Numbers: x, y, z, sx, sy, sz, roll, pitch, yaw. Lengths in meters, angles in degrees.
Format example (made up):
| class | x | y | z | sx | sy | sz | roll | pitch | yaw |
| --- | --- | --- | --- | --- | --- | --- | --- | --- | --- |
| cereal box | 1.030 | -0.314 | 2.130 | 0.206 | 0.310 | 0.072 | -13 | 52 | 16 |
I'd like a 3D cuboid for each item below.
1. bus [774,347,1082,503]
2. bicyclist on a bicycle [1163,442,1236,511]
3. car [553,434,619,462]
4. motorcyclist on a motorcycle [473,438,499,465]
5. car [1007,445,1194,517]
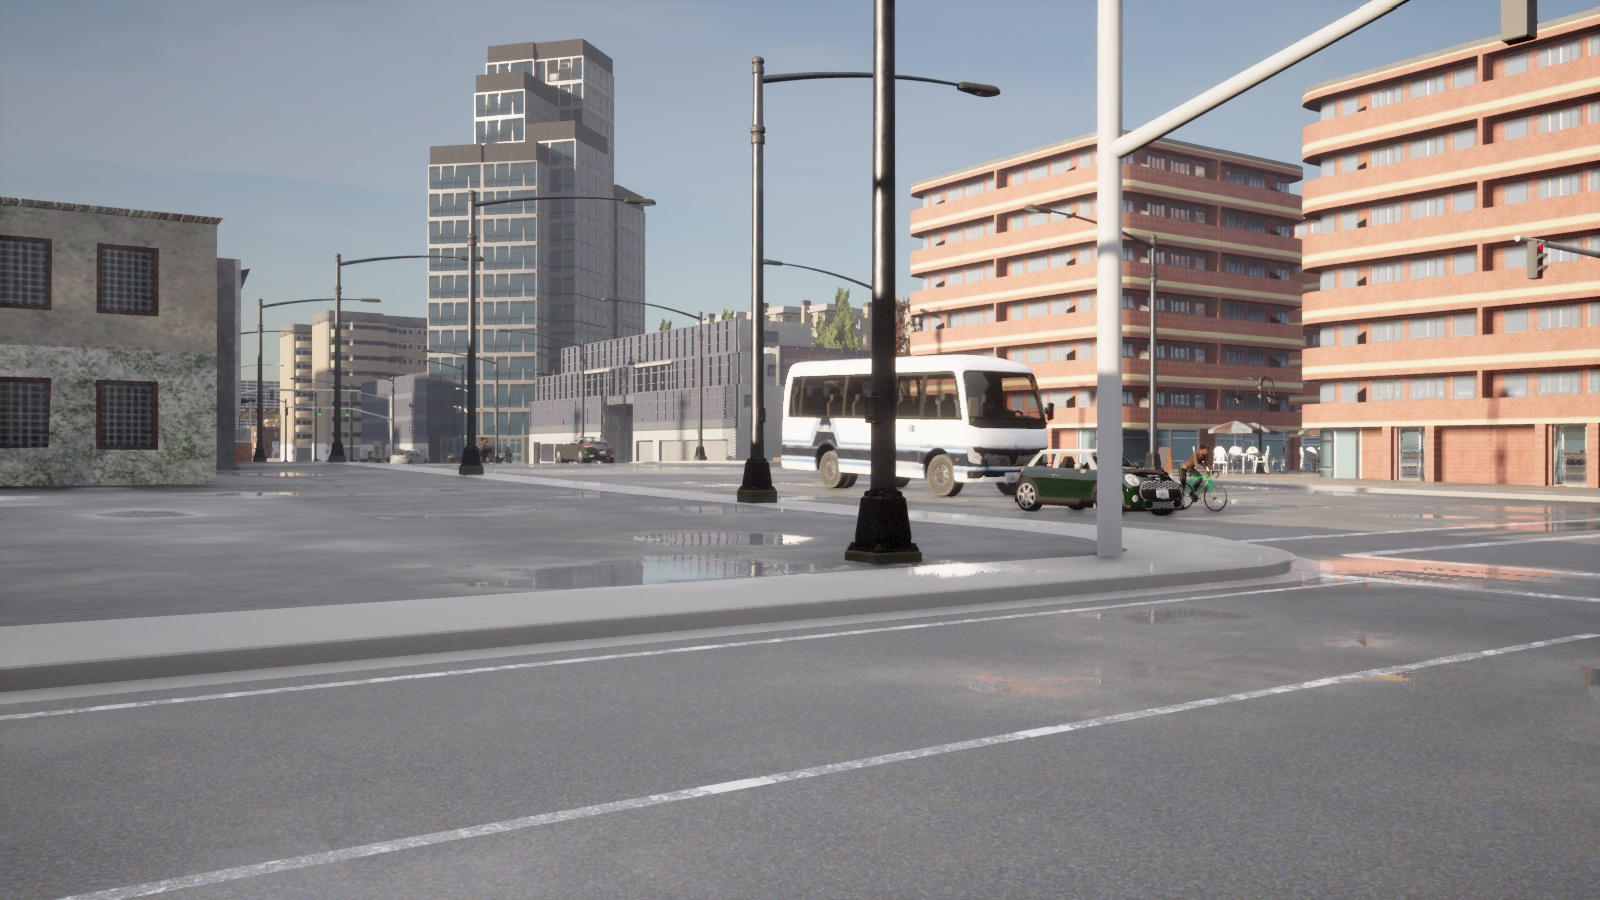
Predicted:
| class | x | y | z | sx | sy | sz | roll | pitch | yaw |
| --- | --- | --- | --- | --- | --- | --- | --- | --- | --- |
| bus | 3.636 | -0.822 | 39.577 | 3.944 | 4.253 | 10.273 | 0 | 2 | -34 |
| bicyclist on a bicycle | 9.688 | 0.629 | 30.501 | 0.582 | 1.620 | 1.656 | 0 | 1 | -34 |
| car | -13.283 | -0.076 | 77.567 | 2.152 | 1.651 | 5.027 | 0 | -1 | -34 |
| motorcyclist on a motorcycle | -18.051 | 0.113 | 72.101 | 0.797 | 1.523 | 2.044 | 0 | 0 | -34 |
| car | 6.768 | 0.646 | 28.573 | 1.970 | 1.475 | 3.806 | 0 | 1 | -33 |
